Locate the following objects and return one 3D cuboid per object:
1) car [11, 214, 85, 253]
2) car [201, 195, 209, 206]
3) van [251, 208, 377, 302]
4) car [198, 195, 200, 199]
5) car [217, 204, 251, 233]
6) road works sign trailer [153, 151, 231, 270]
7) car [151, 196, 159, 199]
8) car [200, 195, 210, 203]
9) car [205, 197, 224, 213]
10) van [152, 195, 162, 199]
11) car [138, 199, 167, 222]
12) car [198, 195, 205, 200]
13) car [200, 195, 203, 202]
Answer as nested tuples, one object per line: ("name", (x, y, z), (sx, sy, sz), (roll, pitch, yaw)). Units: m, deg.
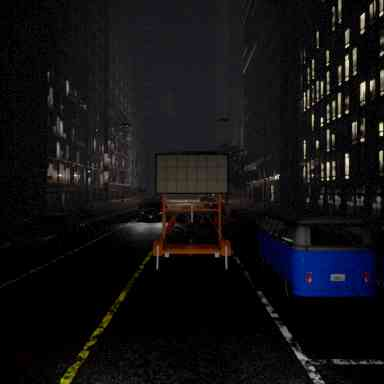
("car", (-5.692, 1.582, 13.678), (1.802, 1.307, 4.206), (0, 0, 0))
("car", (2.686, 1.544, 47.831), (2.008, 1.369, 4.403), (0, 0, 0))
("van", (2.689, 1.341, 7.984), (1.690, 1.788, 3.998), (0, 0, 0))
("car", (2.685, 1.410, 64.908), (1.967, 1.590, 4.097), (0, 0, 0))
("car", (2.688, 1.581, 19.368), (1.802, 1.307, 4.206), (0, 0, 0))
("road works sign trailer", (-0.001, 0.464, 11.003), (2.380, 3.560, 2.880), (0, 0, 0))
("car", (-5.694, 1.548, 42.141), (2.008, 1.369, 4.403), (0, 0, 0))
("car", (2.685, 1.401, 70.600), (1.967, 1.590, 4.097), (0, 0, 0))
("car", (2.687, 1.581, 36.446), (1.802, 1.307, 4.206), (0, 0, 0))
("van", (-5.694, 1.328, 53.526), (1.690, 1.788, 3.998), (0, 0, 0))
("car", (-3.003, 1.525, 26.612), (1.812, 1.442, 4.674), (0, 0, 0))
("car", (2.683, 1.462, 93.371), (1.887, 1.381, 4.507), (0, 0, 0))
("car", (2.686, 1.538, 53.523), (2.008, 1.369, 4.403), (0, 0, 0))
